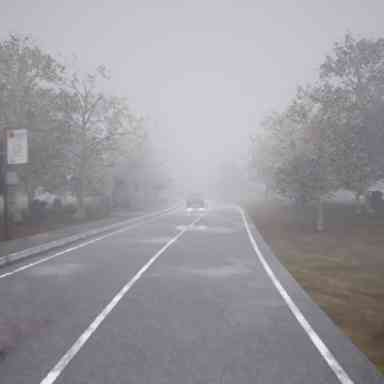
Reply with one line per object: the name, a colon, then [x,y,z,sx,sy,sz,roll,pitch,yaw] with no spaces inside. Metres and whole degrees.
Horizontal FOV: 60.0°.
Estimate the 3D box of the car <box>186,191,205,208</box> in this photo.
car: [0.469,0.938,43.837,2.150,2.045,5.566,0,0,4]
